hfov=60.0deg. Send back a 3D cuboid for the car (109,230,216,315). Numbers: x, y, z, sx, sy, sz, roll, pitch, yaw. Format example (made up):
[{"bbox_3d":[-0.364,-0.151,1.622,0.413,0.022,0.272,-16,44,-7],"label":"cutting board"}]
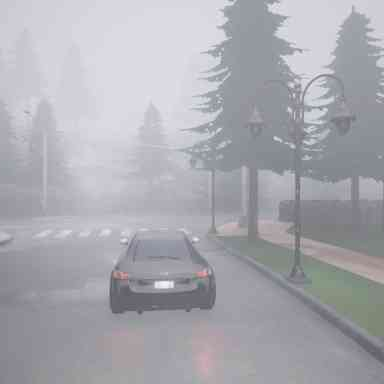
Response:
[{"bbox_3d":[-0.725,1.564,7.709,1.994,1.385,4.181,0,0,-7],"label":"car"}]
